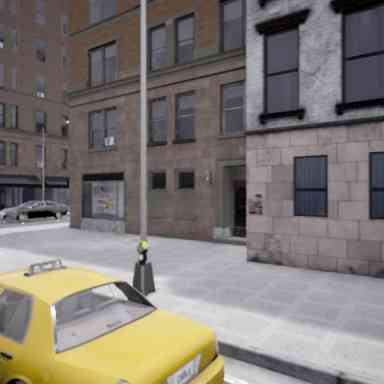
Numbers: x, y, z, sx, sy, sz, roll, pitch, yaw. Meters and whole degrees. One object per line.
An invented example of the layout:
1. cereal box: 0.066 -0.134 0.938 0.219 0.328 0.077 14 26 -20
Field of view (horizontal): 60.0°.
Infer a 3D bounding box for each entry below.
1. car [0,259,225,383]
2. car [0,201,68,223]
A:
1. car: -1.975 1.527 4.154 4.829 1.417 1.752 0 0 34
2. car: -11.801 1.412 25.111 2.128 1.511 4.902 0 0 32
